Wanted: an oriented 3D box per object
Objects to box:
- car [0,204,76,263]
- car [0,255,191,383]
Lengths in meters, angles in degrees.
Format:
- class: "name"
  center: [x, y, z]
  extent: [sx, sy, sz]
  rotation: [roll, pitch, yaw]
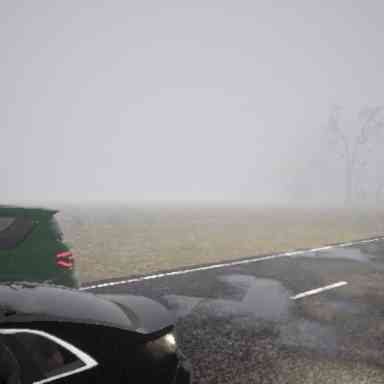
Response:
- class: "car"
  center: [-4.440, 1.221, 4.510]
  extent: [5.566, 2.045, 2.150]
  rotation: [0, 0, -35]
- class: "car"
  center: [-2.291, 1.505, 2.052]
  extent: [4.892, 1.490, 1.837]
  rotation: [0, 0, -35]
